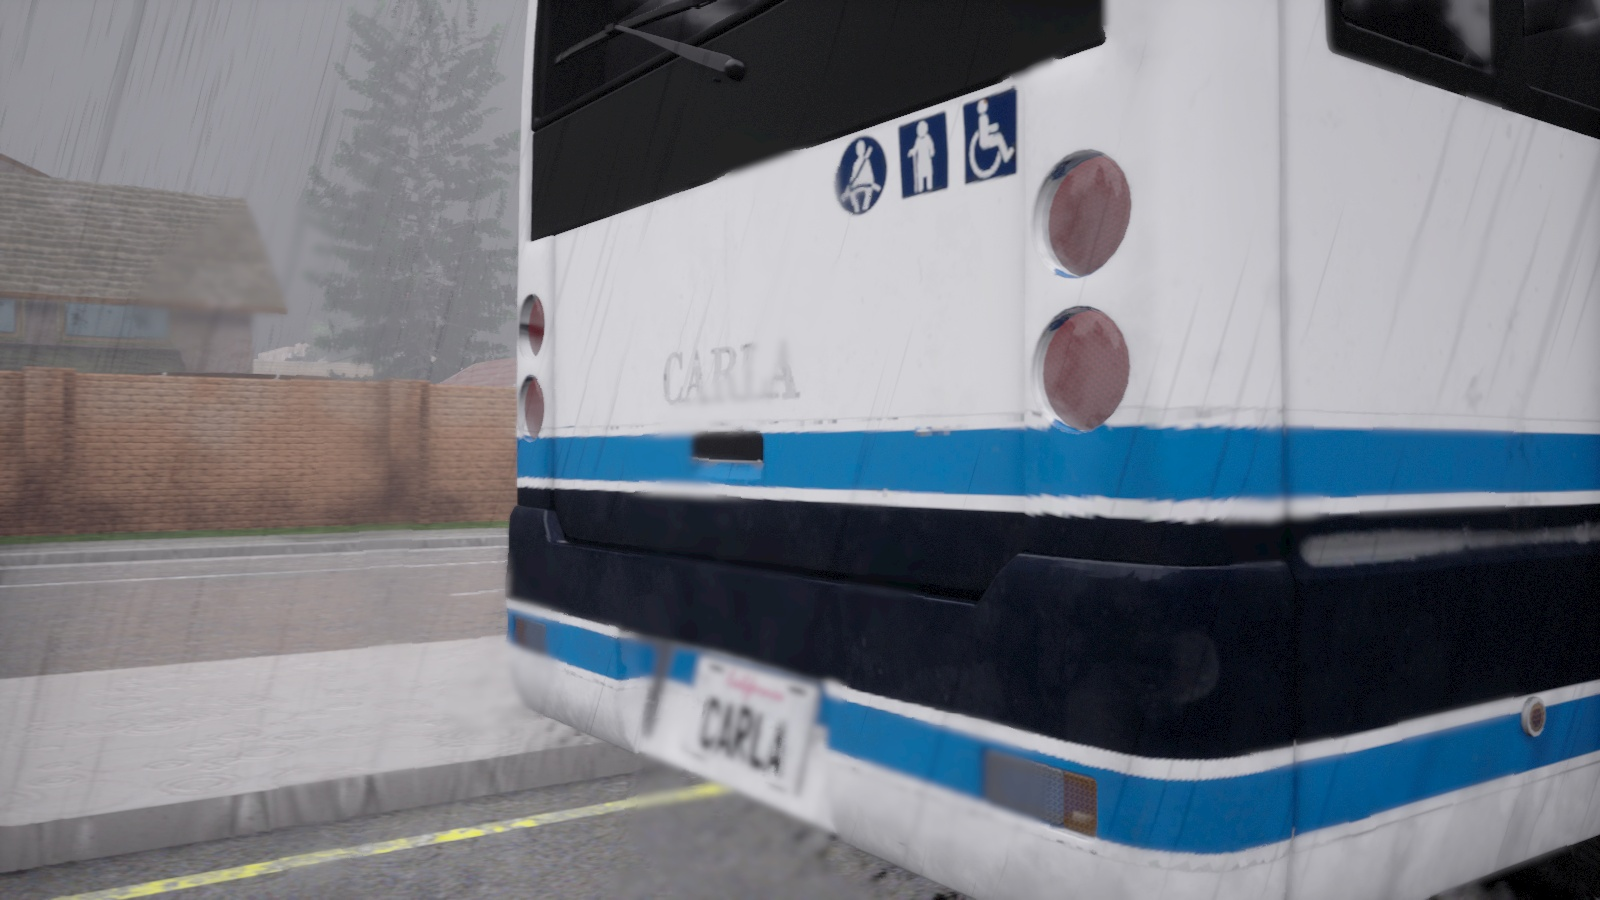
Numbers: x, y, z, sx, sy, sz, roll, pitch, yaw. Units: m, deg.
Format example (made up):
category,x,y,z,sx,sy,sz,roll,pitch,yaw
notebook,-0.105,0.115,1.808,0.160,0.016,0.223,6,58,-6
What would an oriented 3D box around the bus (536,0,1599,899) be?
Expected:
category,x,y,z,sx,sy,sz,roll,pitch,yaw
bus,4.231,-0.624,6.609,10.273,4.253,3.944,0,0,-35
